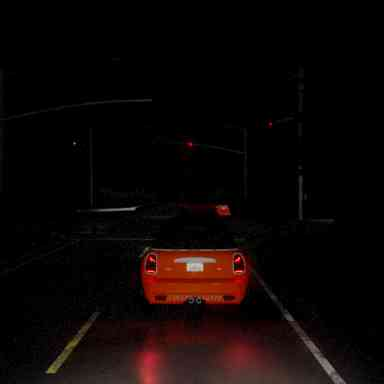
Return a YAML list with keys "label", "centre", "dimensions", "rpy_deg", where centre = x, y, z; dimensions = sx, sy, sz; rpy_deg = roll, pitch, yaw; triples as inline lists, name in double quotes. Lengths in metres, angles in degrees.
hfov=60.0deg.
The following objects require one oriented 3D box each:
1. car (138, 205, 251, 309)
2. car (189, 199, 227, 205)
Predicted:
- label: "car"
  centre: [0.059, 1.352, 8.026]
  dimensions: [2.097, 1.767, 4.553]
  rpy_deg: [0, 0, 0]
- label: "car"
  centre: [0.978, 1.339, 28.061]
  dimensions: [4.553, 1.767, 2.097]
  rpy_deg: [0, -1, 41]
